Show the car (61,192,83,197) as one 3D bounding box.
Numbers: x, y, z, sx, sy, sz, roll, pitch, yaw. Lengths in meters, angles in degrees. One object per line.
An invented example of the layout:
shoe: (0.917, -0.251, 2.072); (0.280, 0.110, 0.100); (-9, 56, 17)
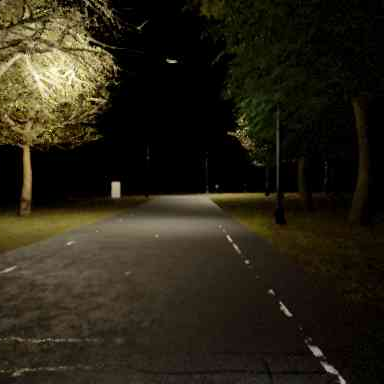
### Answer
car: (-28.511, 0.532, 79.316); (4.718, 1.301, 1.895); (-1, -1, 0)
